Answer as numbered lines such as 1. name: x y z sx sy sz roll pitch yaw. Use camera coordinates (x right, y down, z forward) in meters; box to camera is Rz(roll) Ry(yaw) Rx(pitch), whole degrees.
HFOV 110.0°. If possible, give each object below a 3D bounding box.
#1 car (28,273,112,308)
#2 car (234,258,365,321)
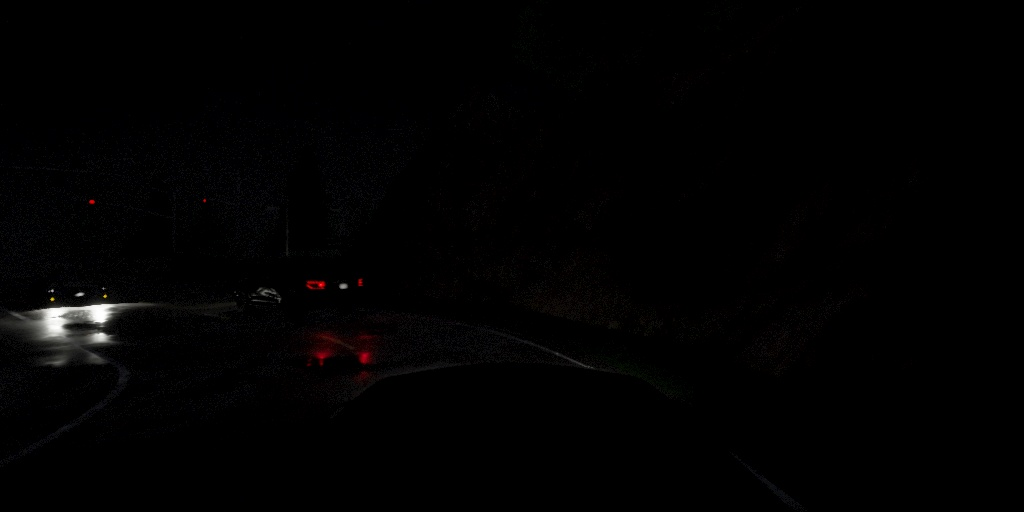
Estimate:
1. car: -19.932 1.454 16.154 4.181 1.385 1.994 0 -1 31
2. car: -7.822 1.084 13.123 5.566 2.045 2.150 0 0 31
